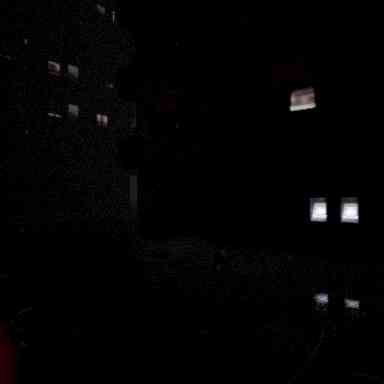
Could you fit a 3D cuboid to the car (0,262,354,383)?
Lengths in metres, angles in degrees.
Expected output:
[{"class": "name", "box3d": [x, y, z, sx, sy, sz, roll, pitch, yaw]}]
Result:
[{"class": "car", "box3d": [-0.669, 1.465, 3.353, 4.097, 1.590, 1.967, -1, -1, 35]}]
